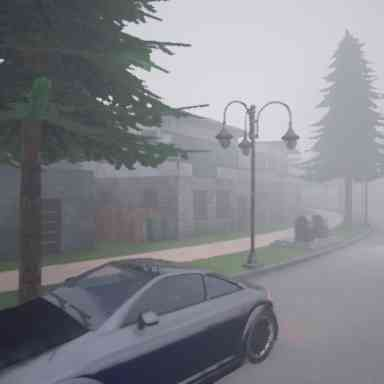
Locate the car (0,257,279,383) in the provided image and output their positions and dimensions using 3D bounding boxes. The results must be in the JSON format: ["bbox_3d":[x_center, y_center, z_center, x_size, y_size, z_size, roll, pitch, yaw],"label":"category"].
[{"bbox_3d":[-0.730,1.595,4.116,4.181,1.385,1.994,1,0,-43],"label":"car"}]
